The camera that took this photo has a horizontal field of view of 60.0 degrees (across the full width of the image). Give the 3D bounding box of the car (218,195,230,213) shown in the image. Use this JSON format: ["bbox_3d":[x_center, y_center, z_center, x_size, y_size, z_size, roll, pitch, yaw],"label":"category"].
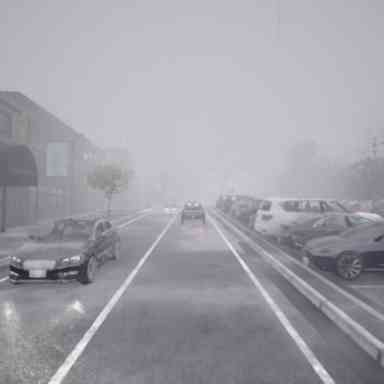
[{"bbox_3d":[5.614,1.345,31.800,5.566,2.045,2.435,0,0,0],"label":"car"}]

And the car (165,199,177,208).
[{"bbox_3d":[-3.330,1.853,53.640,2.128,1.511,4.902,0,-1,0],"label":"car"}]

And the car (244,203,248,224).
[{"bbox_3d":[5.595,1.529,17.784,5.008,1.535,2.097,0,0,0],"label":"car"}]

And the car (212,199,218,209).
[{"bbox_3d":[5.613,1.407,40.210,5.566,2.045,2.435,0,0,0],"label":"car"}]

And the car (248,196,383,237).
[{"bbox_3d":[5.634,1.265,14.981,5.566,2.045,2.435,0,0,0],"label":"car"}]

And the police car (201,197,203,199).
[{"bbox_3d":[0.081,1.725,43.719,2.038,1.542,4.974,0,-1,0],"label":"police car"}]

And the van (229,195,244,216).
[{"bbox_3d":[5.473,1.341,26.195,4.442,1.987,1.878,0,0,0],"label":"van"}]

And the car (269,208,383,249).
[{"bbox_3d":[5.605,1.505,12.173,4.892,1.521,2.231,0,0,0],"label":"car"}]

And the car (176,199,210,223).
[{"bbox_3d":[0.092,1.595,26.642,2.128,1.511,4.902,0,0,0],"label":"car"}]

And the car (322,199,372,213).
[{"bbox_3d":[18.669,1.658,40.200,5.008,1.535,2.097,0,-1,0],"label":"car"}]

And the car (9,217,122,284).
[{"bbox_3d":[-3.353,1.519,9.686,2.128,1.511,4.902,0,0,0],"label":"car"}]

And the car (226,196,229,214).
[{"bbox_3d":[5.555,1.454,28.999,4.553,1.767,2.185,0,0,0],"label":"car"}]

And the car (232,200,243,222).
[{"bbox_3d":[5.587,1.556,23.390,4.892,1.521,2.231,0,0,0],"label":"car"}]

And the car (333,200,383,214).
[{"bbox_3d":[18.666,1.675,37.413,4.674,1.452,2.002,0,0,0],"label":"car"}]

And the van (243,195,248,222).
[{"bbox_3d":[5.713,1.316,20.589,4.442,1.987,1.878,0,0,0],"label":"van"}]

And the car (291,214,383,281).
[{"bbox_3d":[5.585,1.523,9.375,4.792,1.488,2.163,0,0,0],"label":"car"}]

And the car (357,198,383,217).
[{"bbox_3d":[18.634,1.471,31.845,4.553,1.767,2.185,0,0,0],"label":"car"}]

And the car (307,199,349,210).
[{"bbox_3d":[18.661,1.717,45.768,5.008,1.535,2.097,0,-1,0],"label":"car"}]
